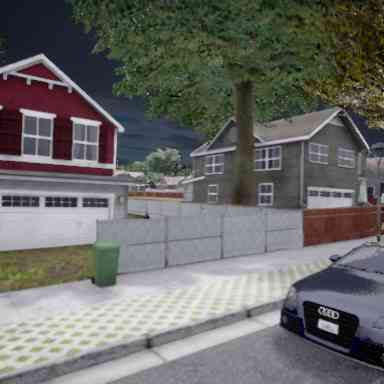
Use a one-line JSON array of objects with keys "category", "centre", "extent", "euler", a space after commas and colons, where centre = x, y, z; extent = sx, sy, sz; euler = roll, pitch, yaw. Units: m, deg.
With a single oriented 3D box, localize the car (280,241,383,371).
[{"category": "car", "centre": [3.394, 1.569, 5.487], "extent": [4.181, 1.385, 1.994], "euler": [0, 0, -35]}]
